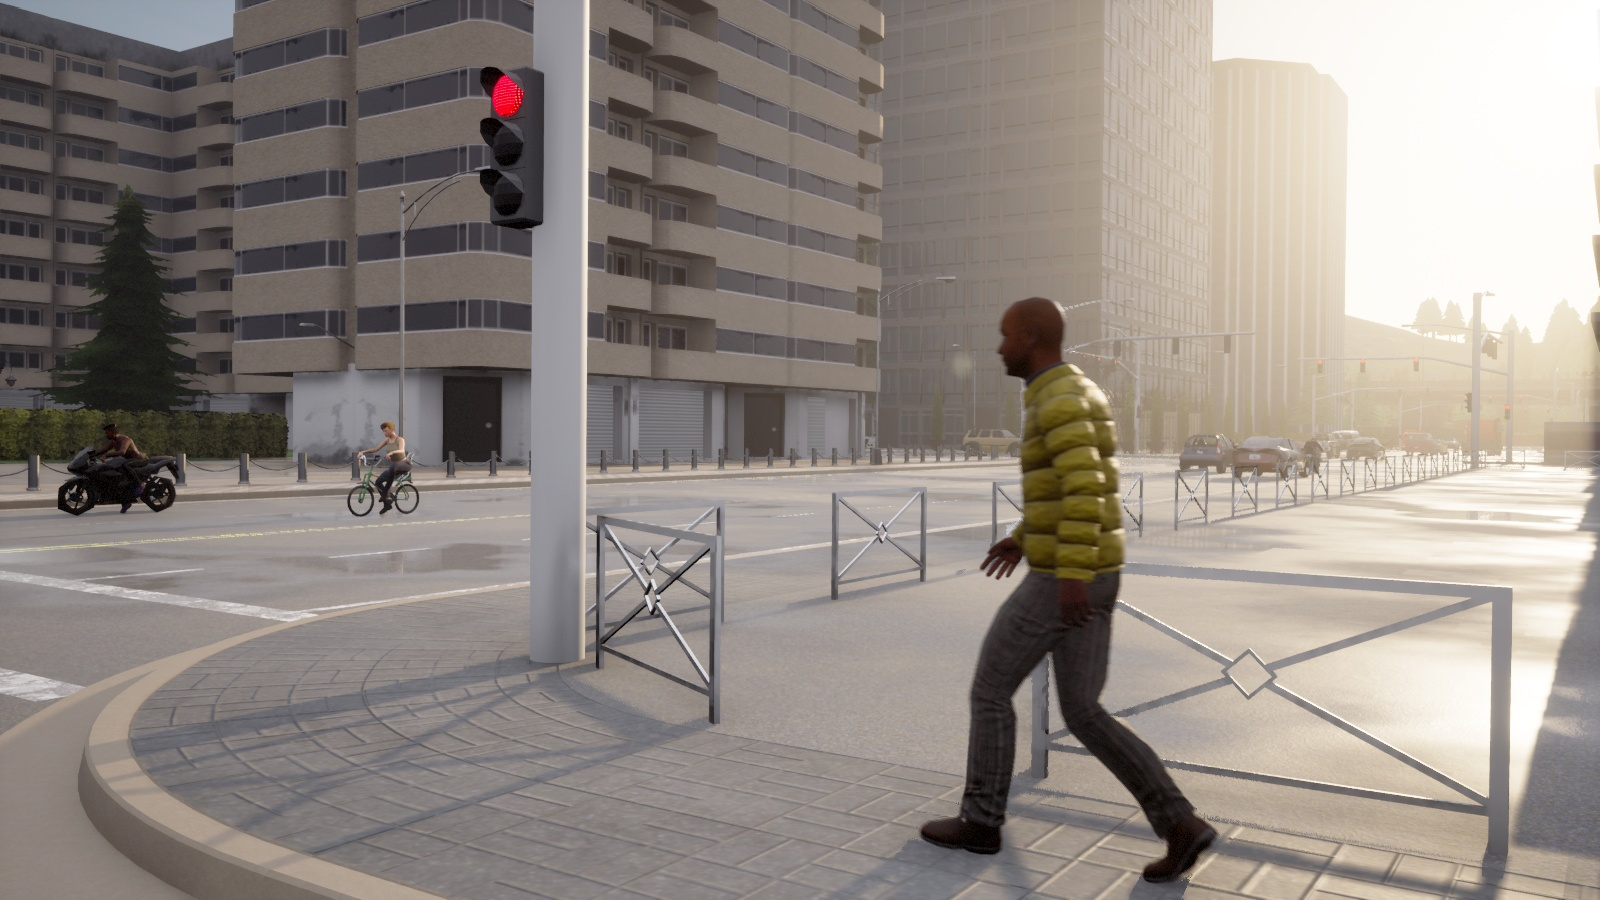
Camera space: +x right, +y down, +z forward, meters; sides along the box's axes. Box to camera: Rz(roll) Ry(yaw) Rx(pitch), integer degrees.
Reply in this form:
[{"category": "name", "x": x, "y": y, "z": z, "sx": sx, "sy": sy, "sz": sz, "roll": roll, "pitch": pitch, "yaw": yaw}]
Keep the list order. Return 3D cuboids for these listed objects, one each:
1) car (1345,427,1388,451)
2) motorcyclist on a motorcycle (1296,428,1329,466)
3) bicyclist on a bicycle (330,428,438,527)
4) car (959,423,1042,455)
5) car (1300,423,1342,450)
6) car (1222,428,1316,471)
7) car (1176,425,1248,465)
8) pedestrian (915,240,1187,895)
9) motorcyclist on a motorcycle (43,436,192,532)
[{"category": "car", "x": 37.772, "y": -0.749, "z": 83.724, "sx": 1.837, "sy": 1.490, "sz": 4.892, "roll": 0, "pitch": 1, "yaw": 33}, {"category": "motorcyclist on a motorcycle", "x": 21.191, "y": -0.134, "z": 51.919, "sx": 0.866, "sy": 1.530, "sz": 2.191, "roll": 0, "pitch": 1, "yaw": 33}, {"category": "bicyclist on a bicycle", "x": -7.076, "y": 0.440, "z": 21.409, "sx": 0.866, "sy": 1.612, "sz": 1.509, "roll": 0, "pitch": 1, "yaw": 33}, {"category": "car", "x": 12.263, "y": -0.668, "z": 76.848, "sx": 4.605, "sy": 1.855, "sz": 1.932, "roll": 0, "pitch": 1, "yaw": 33}, {"category": "car", "x": 36.743, "y": -0.994, "z": 88.571, "sx": 1.932, "sy": 1.855, "sz": 4.605, "roll": 0, "pitch": 1, "yaw": 33}, {"category": "car", "x": 17.128, "y": -0.048, "z": 45.693, "sx": 2.163, "sy": 1.488, "sz": 4.792, "roll": 0, "pitch": 1, "yaw": 33}, {"category": "car", "x": 17.102, "y": -0.236, "z": 52.056, "sx": 1.851, "sy": 1.617, "sz": 3.988, "roll": 0, "pitch": 1, "yaw": 33}, {"category": "pedestrian", "x": 0.770, "y": 0.330, "z": 3.864, "sx": 0.726, "sy": 1.835, "sz": 0.370, "roll": 0, "pitch": 1, "yaw": 32}, {"category": "motorcyclist on a motorcycle", "x": -11.443, "y": 0.529, "z": 21.112, "sx": 0.797, "sy": 1.523, "sz": 2.044, "roll": 0, "pitch": 1, "yaw": 33}]
